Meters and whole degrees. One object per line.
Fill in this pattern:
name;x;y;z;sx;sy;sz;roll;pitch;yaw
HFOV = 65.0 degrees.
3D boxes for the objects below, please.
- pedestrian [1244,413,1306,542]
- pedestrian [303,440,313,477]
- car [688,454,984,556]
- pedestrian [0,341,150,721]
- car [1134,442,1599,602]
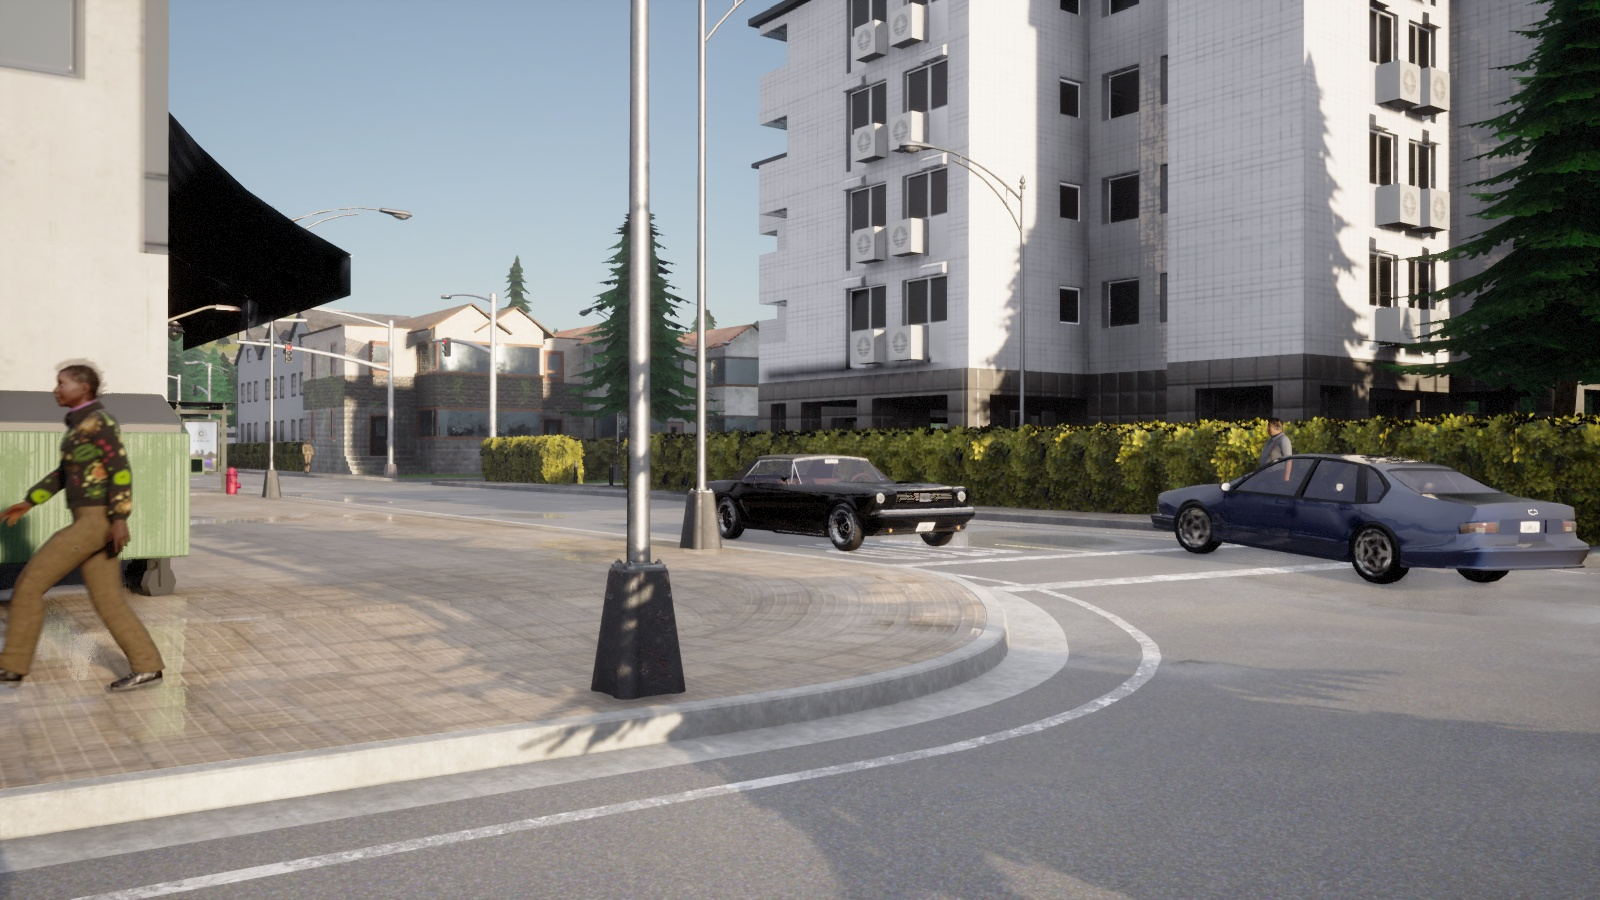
pedestrian;6.912;0.396;18.285;0.694;1.848;0.540;0;0;0
pedestrian;-25.983;0.443;66.283;0.396;1.930;0.692;0;0;-30
car;0.369;0.714;18.579;1.895;1.301;4.718;0;0;-36
pedestrian;-3.908;0.413;6.743;0.692;1.930;0.395;0;0;-35
car;6.627;0.712;15.403;2.033;1.411;5.357;1;2;-22
